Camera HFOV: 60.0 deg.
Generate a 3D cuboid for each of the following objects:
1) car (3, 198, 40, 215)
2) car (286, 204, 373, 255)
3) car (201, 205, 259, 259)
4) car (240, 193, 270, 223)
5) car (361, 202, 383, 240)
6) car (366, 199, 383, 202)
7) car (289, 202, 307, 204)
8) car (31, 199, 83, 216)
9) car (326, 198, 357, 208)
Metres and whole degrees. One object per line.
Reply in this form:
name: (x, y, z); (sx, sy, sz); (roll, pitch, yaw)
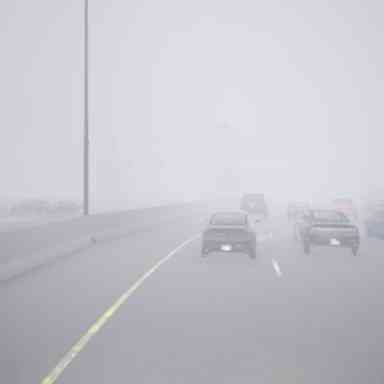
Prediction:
car: (-15.572, 1.344, 31.710); (2.128, 1.511, 4.902); (0, 0, 15)
car: (5.184, 1.448, 13.280); (2.128, 1.511, 4.902); (0, 0, 12)
car: (1.503, 1.455, 12.583); (1.837, 1.490, 4.892); (0, 0, 11)
car: (5.262, 1.116, 27.869); (2.150, 2.045, 5.566); (0, 0, 15)
car: (9.007, 1.442, 14.401); (1.882, 1.535, 5.008); (0, 0, 13)
car: (16.803, 1.411, 30.329); (2.128, 1.511, 4.902); (0, 0, 15)
car: (8.912, 1.506, 27.971); (1.895, 1.301, 4.718); (0, 0, 15)
car: (-12.202, 1.473, 30.765); (1.895, 1.301, 4.718); (0, 0, 15)
car: (12.725, 1.265, 28.631); (2.097, 1.767, 4.553); (0, 0, 15)
